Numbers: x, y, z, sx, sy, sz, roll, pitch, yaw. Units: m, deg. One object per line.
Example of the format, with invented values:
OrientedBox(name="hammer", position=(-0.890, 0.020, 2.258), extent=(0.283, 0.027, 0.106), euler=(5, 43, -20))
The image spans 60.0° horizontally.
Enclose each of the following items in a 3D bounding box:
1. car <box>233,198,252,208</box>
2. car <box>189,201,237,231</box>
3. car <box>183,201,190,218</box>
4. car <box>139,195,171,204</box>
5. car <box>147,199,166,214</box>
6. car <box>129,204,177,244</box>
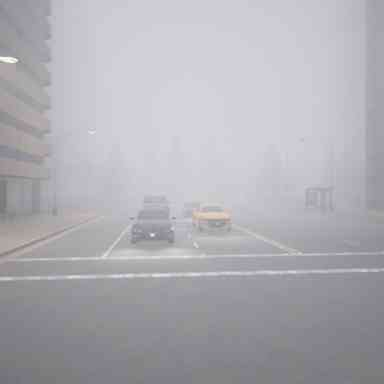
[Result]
OrientedBox(name="car", position=(7.450, 1.588, 49.465), extent=(1.812, 1.442, 4.674), euler=(0, 0, 25))
OrientedBox(name="car", position=(1.161, 1.507, 20.943), extent=(1.882, 1.535, 5.008), euler=(0, 0, -6))
OrientedBox(name="car", position=(0.140, 1.589, 31.174), extent=(2.033, 1.411, 5.357), euler=(0, 0, -6))
OrientedBox(name="car", position=(-2.848, 1.253, 25.853), extent=(2.150, 2.045, 5.566), euler=(0, 0, -6))
OrientedBox(name="car", position=(-3.894, 1.523, 36.685), extent=(1.882, 1.535, 5.008), euler=(0, 0, -5))
OrientedBox(name="car", position=(-1.867, 1.525, 16.056), extent=(1.837, 1.490, 4.892), euler=(0, 0, -6))
